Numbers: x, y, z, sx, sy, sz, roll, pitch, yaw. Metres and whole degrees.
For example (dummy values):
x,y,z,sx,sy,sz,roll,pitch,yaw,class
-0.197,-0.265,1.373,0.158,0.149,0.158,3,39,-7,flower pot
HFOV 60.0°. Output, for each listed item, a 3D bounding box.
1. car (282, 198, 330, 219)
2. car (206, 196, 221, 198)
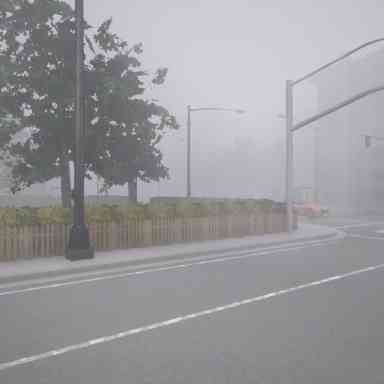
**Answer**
x,y,z,sx,sy,sz,roll,pitch,yaw,class
9.849,1.352,29.547,2.097,1.767,4.553,0,0,-35,car
2.518,1.352,46.597,2.097,1.767,4.553,0,0,-35,car
